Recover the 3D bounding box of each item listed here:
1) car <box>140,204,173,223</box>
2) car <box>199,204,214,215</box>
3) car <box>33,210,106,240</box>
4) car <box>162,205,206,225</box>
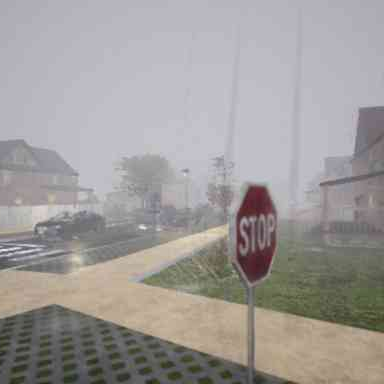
[{"bbox_3d":[-3.008,1.911,31.031,2.097,1.767,4.553,-1,-1,20],"label":"car"},{"bbox_3d":[1.444,2.318,43.471,2.033,1.411,5.357,-1,-1,20],"label":"car"},{"bbox_3d":[-7.066,1.869,19.678,2.128,1.511,4.902,-1,-1,20],"label":"car"},{"bbox_3d":[-0.563,2.121,29.397,1.895,1.301,4.718,-1,-1,20],"label":"car"}]
